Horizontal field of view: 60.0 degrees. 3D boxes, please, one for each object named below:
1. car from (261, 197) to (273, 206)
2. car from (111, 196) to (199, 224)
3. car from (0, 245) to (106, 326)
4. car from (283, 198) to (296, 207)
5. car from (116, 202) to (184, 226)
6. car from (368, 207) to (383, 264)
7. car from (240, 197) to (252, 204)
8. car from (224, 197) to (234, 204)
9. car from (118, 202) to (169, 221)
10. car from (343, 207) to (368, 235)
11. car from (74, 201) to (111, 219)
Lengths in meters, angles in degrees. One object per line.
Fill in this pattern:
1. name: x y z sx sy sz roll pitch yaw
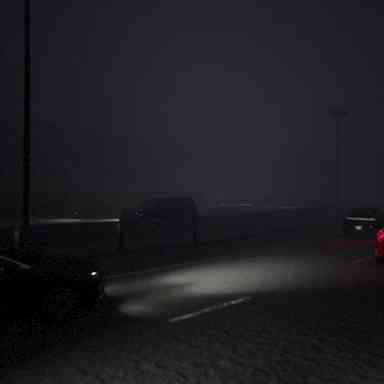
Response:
1. car: 13.944 1.742 62.088 1.837 1.490 4.892 0 0 8
2. car: -1.968 1.288 21.176 2.150 2.045 5.566 0 0 44
3. car: -3.926 1.501 5.480 4.902 1.511 2.128 0 0 -36
4. car: 16.804 1.794 57.623 1.994 1.385 4.181 0 0 11
5. car: -3.036 1.569 25.177 2.128 1.511 4.902 0 0 42
6. car: 7.840 1.407 11.103 4.553 1.767 2.097 0 0 -45
7. car: 10.947 1.801 67.790 1.994 1.385 4.181 0 0 4
8. car: 7.500 1.751 68.010 1.837 1.490 4.892 1 0 1
9. car: -4.189 1.652 29.149 1.994 1.385 4.181 0 0 40
10. car: 9.907 1.576 18.524 2.128 1.511 4.902 0 0 40
11. car: -8.151 1.587 29.910 1.837 1.490 4.892 0 0 42
